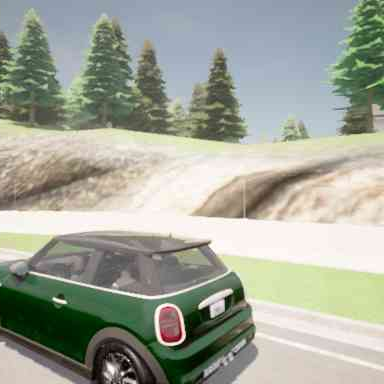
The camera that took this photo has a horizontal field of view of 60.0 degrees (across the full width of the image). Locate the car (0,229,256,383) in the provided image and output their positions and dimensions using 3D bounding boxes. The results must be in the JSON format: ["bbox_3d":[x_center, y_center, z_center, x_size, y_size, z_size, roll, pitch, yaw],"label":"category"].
[{"bbox_3d":[-1.435,1.359,5.069,4.553,1.767,2.097,0,0,35],"label":"car"}]
